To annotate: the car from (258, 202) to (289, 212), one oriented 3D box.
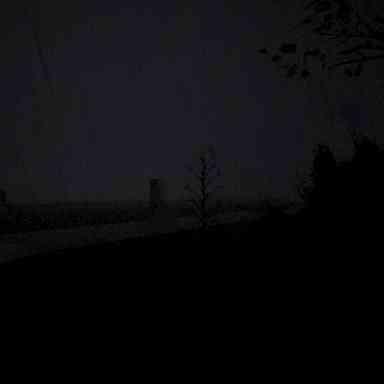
[{"bbox_3d":[8.979,1.705,36.355,1.895,1.301,4.718,0,0,35],"label":"car"}]
